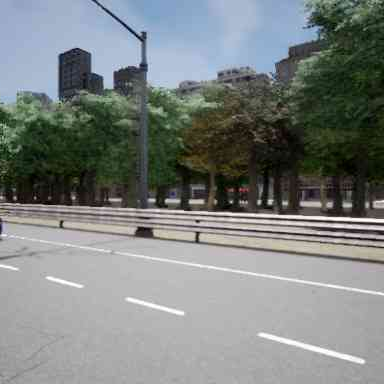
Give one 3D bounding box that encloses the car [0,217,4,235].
[{"bbox_3d":[-11.074,1.491,16.093,5.008,1.535,1.882,0,0,36],"label":"car"}]
